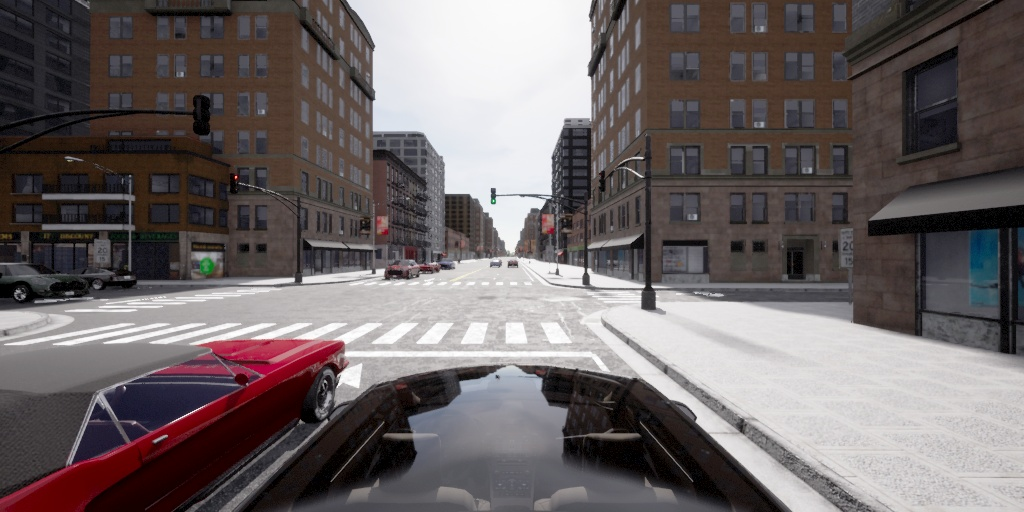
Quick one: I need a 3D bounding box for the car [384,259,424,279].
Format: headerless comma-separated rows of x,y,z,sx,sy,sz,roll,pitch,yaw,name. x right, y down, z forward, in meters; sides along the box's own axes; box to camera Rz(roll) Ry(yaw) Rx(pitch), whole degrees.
-9.768,1.102,32.156,2.097,1.767,4.553,0,0,0,car

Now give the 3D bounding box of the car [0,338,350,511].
-3.157,1.351,2.815,1.895,1.301,4.718,0,0,0,car

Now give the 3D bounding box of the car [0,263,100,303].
-22.163,1.096,16.175,4.553,1.767,2.097,0,0,0,car

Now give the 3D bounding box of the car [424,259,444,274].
-9.742,1.348,42.086,1.895,1.301,4.718,0,0,0,car

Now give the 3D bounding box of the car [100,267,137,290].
-25.323,1.330,21.684,4.313,1.339,1.948,0,0,0,car

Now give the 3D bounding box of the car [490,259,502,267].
-2.982,1.289,64.135,2.033,1.411,5.357,0,0,0,car

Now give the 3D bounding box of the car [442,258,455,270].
-9.702,1.097,52.584,2.097,1.767,4.553,0,0,0,car

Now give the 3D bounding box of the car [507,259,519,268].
0.163,1.247,62.180,1.837,1.490,4.892,0,0,0,car
